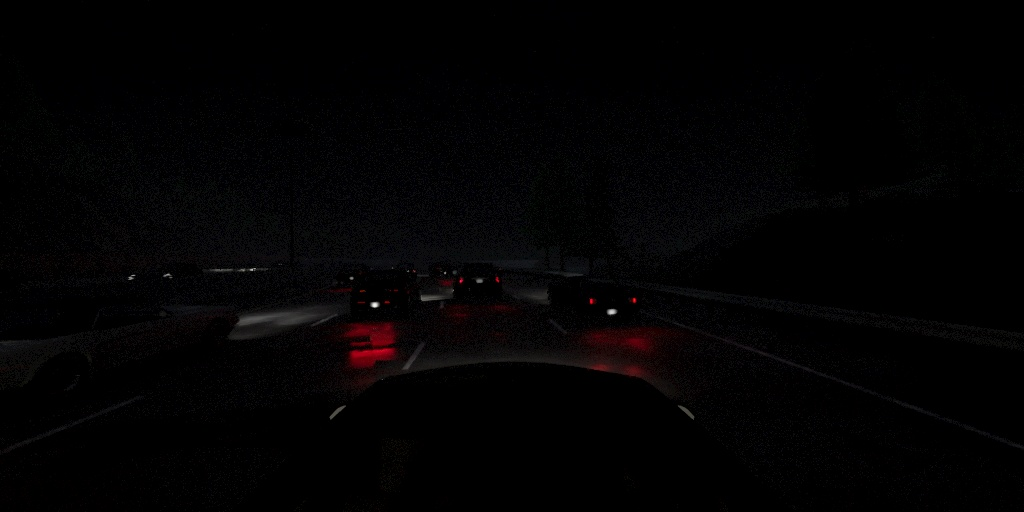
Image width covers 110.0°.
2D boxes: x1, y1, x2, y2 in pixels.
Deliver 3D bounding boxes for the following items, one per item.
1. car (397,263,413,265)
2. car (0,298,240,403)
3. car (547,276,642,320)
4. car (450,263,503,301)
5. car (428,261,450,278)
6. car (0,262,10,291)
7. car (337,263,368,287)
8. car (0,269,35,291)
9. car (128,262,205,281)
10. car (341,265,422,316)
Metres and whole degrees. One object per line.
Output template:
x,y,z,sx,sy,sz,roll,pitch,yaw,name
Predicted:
-9.597,1.320,32.057,2.033,1.411,5.357,0,0,-21,car
-7.255,1.383,6.309,1.895,1.301,4.718,0,0,-4,car
2.602,1.329,12.595,1.895,1.301,4.718,0,0,-8,car
-1.788,1.098,17.472,2.097,1.767,4.553,0,0,-11,car
-6.842,1.262,34.428,1.837,1.490,4.892,0,0,-21,car
-31.360,1.241,19.695,2.097,1.767,4.553,-1,0,-18,car
-10.936,1.262,25.195,1.882,1.535,5.008,0,0,-17,car
-27.100,1.377,17.919,1.837,1.490,4.892,1,-1,-16,car
-21.137,1.189,22.141,2.097,1.767,4.553,0,0,-18,car
-4.622,1.268,13.592,1.837,1.490,4.892,0,0,-8,car
